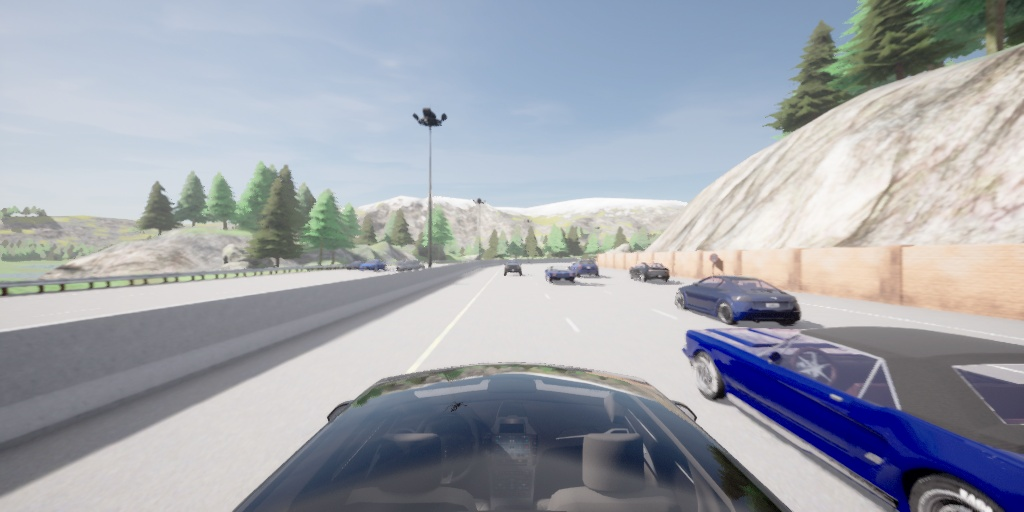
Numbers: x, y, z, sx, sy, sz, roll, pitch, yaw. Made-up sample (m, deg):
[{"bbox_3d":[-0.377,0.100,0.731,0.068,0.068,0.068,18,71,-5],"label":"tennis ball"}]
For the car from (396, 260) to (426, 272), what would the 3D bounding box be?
[{"bbox_3d":[-10.573,1.257,38.469,1.837,1.490,4.892,0,-1,0],"label":"car"}]

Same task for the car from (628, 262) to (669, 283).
[{"bbox_3d":[10.599,1.242,28.057,2.128,1.511,4.902,0,0,0],"label":"car"}]

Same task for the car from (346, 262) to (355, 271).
[{"bbox_3d":[-21.050,1.314,49.358,1.994,1.385,4.181,0,0,1],"label":"car"}]

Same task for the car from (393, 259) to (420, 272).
[{"bbox_3d":[-14.058,1.241,48.167,2.128,1.511,4.902,0,0,0],"label":"car"}]

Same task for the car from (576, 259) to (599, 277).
[{"bbox_3d":[7.098,1.103,35.358,2.097,1.767,4.553,0,0,0],"label":"car"}]

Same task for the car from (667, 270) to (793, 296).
[{"bbox_3d":[7.097,1.314,11.765,1.994,1.385,4.181,0,0,0],"label":"car"}]

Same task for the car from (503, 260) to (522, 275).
[{"bbox_3d":[0.097,1.276,38.770,1.812,1.442,4.674,0,0,0],"label":"car"}]

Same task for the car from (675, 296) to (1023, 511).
[{"bbox_3d":[3.593,1.351,3.493,1.895,1.301,4.718,0,0,0],"label":"car"}]

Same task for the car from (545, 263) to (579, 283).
[{"bbox_3d":[3.596,1.352,27.621,1.895,1.301,4.718,0,0,0],"label":"car"}]

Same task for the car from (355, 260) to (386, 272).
[{"bbox_3d":[-17.567,1.228,45.497,1.882,1.535,5.008,0,0,0],"label":"car"}]
